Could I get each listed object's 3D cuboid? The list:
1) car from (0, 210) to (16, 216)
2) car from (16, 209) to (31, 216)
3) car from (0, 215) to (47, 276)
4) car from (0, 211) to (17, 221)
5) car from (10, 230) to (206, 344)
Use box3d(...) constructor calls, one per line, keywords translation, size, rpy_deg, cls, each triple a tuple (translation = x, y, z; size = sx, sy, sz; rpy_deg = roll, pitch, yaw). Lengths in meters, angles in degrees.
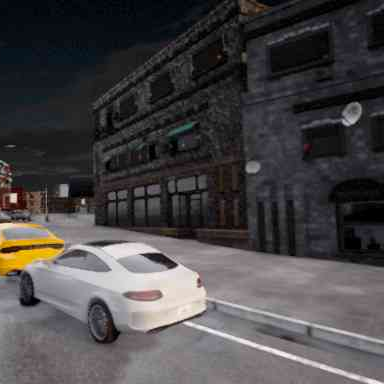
box3d(translation=(-18.326, 2.503, 31.213), size=(1.812, 1.442, 4.674), rpy_deg=(-1, -2, -17), cls="car")
box3d(translation=(-21.455, 2.935, 41.542), size=(2.128, 1.511, 4.902), rpy_deg=(-1, -2, -15), cls="car")
box3d(translation=(-5.822, 1.744, 10.850), size=(1.882, 1.535, 5.008), rpy_deg=(1, -2, -42), cls="car")
box3d(translation=(-26.936, 3.493, 48.178), size=(1.895, 1.301, 4.718), rpy_deg=(-1, -3, -16), cls="car")
box3d(translation=(-1.809, 1.704, 6.762), size=(4.674, 1.442, 1.812), rpy_deg=(-1, -2, 43), cls="car")
